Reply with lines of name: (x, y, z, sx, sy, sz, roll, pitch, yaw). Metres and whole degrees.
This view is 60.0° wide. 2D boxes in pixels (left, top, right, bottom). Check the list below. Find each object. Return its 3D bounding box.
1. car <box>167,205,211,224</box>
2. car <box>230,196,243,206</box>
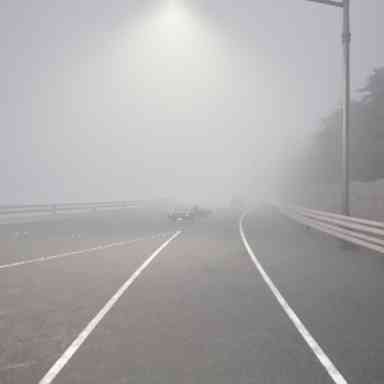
car: (-0.059, 1.619, 25.244, 1.895, 1.301, 4.718, 0, 0, 22)
car: (7.491, 1.429, 56.005, 2.097, 1.767, 4.553, 0, 0, 5)
